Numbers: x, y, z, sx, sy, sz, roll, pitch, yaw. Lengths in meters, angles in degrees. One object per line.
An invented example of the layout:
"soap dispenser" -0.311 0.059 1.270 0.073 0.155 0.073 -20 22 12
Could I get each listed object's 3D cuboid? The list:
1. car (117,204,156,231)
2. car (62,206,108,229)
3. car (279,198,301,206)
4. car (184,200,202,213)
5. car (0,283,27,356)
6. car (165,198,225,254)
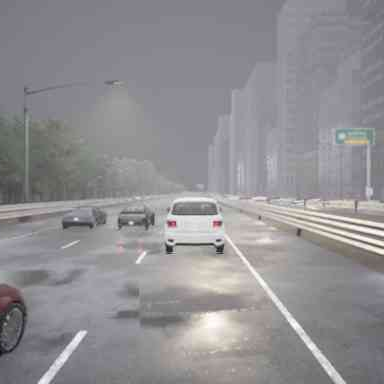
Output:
"car" -3.405 1.523 21.057 2.128 1.511 4.902 0 0 0
"car" -6.903 1.597 21.842 1.994 1.385 4.181 0 0 0
"car" 17.330 1.740 59.293 2.128 1.511 4.902 0 0 -19
"car" 0.094 1.664 38.232 1.895 1.301 4.718 0 0 0
"car" -3.401 1.530 3.102 1.812 1.442 4.674 0 0 0
"car" 0.097 1.242 13.800 2.150 2.045 5.566 0 0 0
